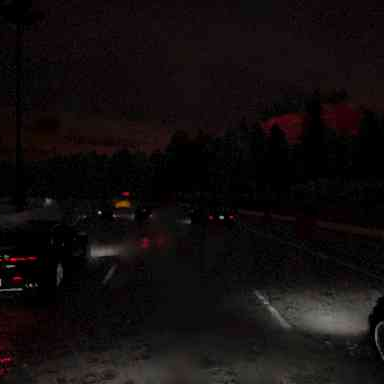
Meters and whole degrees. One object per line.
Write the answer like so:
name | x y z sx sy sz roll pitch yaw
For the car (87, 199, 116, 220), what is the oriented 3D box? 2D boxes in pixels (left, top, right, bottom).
car | -7.473 1.515 26.933 1.994 1.385 4.181 0 0 -15

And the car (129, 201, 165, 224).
car | -3.178 1.439 24.353 2.128 1.511 4.902 0 0 -14

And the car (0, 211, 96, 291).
car | -4.041 1.493 8.832 1.837 1.490 4.892 0 0 -5

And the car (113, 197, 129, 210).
car | -9.115 1.397 41.732 1.882 1.535 5.008 0 0 -23

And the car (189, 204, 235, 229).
car | 1.158 1.491 21.385 2.033 1.411 5.357 0 0 -12

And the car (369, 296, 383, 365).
car | 3.379 1.511 2.619 1.812 1.442 4.674 0 0 -2
